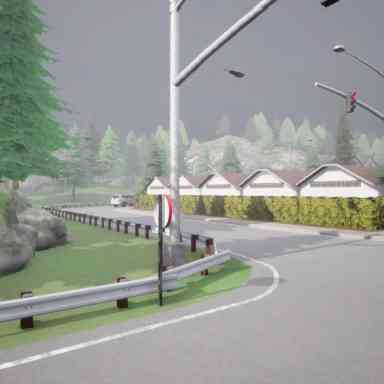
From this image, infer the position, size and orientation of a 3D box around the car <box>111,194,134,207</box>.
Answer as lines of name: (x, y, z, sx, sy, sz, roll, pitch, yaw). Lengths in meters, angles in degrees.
car: (-10.518, 1.398, 53.859, 2.150, 2.045, 5.566, 0, 0, 36)
